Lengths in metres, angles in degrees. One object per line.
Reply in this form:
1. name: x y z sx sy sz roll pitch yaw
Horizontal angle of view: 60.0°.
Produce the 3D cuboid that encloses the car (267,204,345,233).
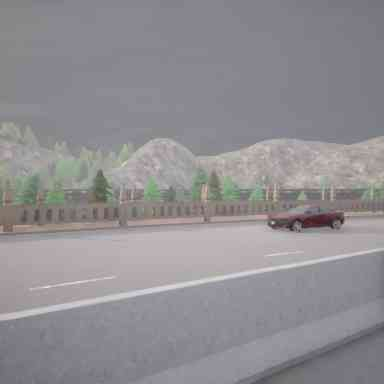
1. car: 6.804 1.478 19.795 5.008 1.535 1.882 0 0 -26
